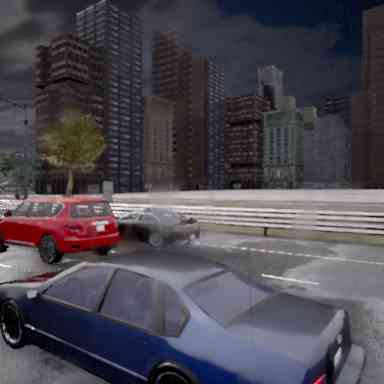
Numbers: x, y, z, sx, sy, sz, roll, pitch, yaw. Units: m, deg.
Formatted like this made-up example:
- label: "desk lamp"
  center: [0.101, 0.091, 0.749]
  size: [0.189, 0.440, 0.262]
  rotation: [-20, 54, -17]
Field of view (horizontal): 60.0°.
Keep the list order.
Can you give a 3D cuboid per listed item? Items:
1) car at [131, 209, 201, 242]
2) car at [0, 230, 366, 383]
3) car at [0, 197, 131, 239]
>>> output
- label: "car"
  center: [-1.946, 1.476, 13.978]
  size: [4.902, 1.511, 2.128]
  rotation: [0, 0, 36]
- label: "car"
  center: [-0.715, 1.543, 4.506]
  size: [5.357, 1.411, 2.033]
  rotation: [0, 0, 36]
- label: "car"
  center: [-5.020, 1.203, 11.872]
  size: [5.566, 2.045, 2.150]
  rotation: [0, 0, 36]
